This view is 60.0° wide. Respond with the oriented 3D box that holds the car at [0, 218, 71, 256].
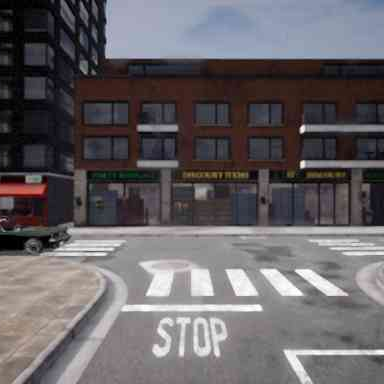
[{"bbox_3d":[-7.305,1.688,12.956,4.718,1.301,1.895,0,-1,0],"label":"car"}]
